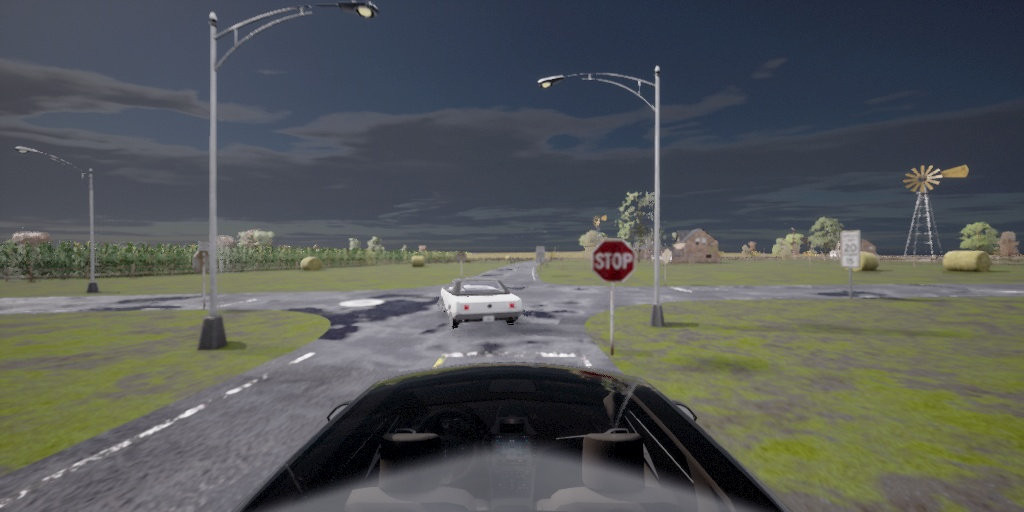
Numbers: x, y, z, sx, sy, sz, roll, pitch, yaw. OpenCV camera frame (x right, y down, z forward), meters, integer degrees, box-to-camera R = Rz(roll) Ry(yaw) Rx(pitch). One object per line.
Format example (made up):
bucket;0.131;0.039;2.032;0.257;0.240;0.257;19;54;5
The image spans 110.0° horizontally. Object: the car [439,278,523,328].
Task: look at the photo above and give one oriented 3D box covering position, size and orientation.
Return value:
car;-1.224;1.363;11.561;1.895;1.301;4.718;0;0;-16
